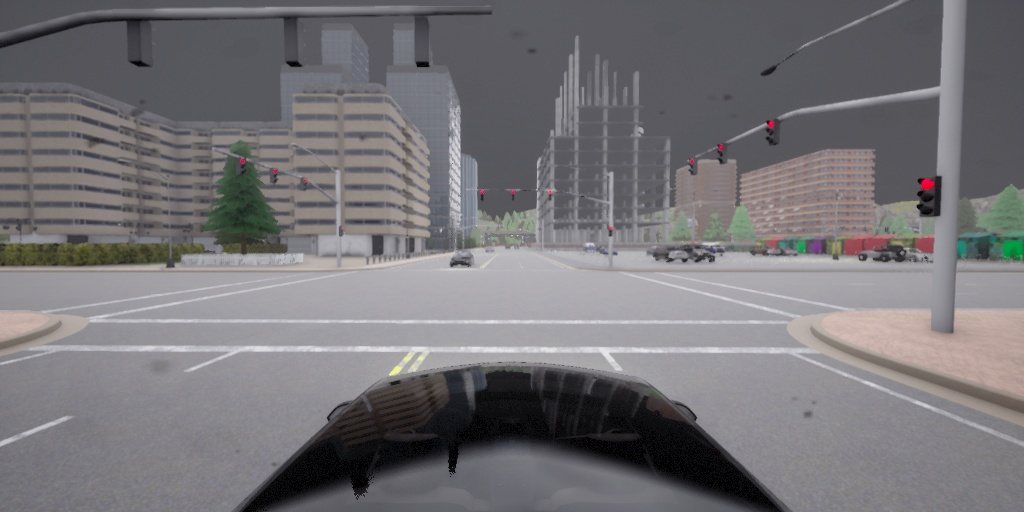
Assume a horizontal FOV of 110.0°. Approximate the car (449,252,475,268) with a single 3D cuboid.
[{"bbox_3d":[-4.380,0.301,32.377,2.033,1.411,5.357,0,2,0],"label":"car"}]
